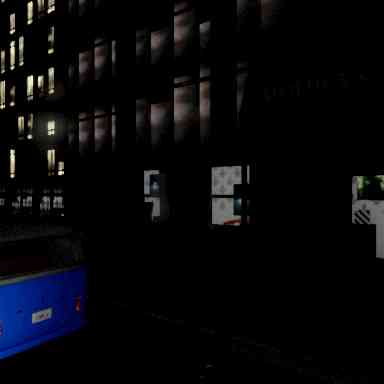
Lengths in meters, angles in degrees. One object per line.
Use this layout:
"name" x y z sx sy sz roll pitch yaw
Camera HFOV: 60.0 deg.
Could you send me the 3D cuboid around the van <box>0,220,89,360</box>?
"van" -3.420 1.341 5.321 3.998 1.788 1.690 0 0 36
